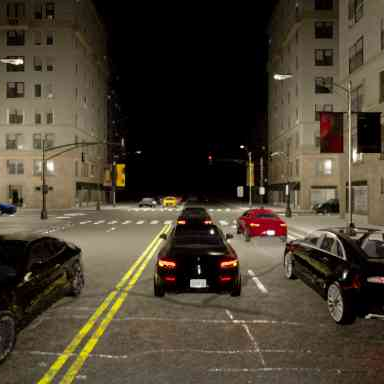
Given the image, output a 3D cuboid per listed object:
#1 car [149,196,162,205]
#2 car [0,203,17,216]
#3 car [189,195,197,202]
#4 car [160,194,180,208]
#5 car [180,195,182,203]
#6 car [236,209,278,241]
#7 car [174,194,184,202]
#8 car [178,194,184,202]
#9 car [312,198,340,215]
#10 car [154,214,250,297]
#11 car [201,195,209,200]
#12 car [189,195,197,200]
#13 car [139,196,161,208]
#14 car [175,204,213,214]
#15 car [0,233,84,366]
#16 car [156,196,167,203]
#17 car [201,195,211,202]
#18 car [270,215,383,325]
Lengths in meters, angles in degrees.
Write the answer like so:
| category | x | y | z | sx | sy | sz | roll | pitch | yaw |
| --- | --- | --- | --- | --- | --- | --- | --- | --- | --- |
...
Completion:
| category | x | y | z | sx | sy | sz | roll | pitch | yaw |
| --- | --- | --- | --- | --- | --- | --- | --- | --- | --- |
| car | -6.445 | 1.525 | 58.905 | 1.837 | 1.490 | 4.892 | 0 | 0 | 0 |
| car | -19.384 | 1.462 | 31.674 | 5.008 | 1.535 | 1.882 | 0 | 0 | 0 |
| car | 0.179 | 1.613 | 78.550 | 1.895 | 1.301 | 4.718 | 0 | 0 | 0 |
| car | -3.242 | 1.495 | 49.453 | 1.882 | 1.535 | 5.008 | 0 | 0 | -1 |
| car | -3.195 | 1.621 | 58.791 | 1.895 | 1.301 | 4.718 | 0 | 0 | 0 |
| car | 3.285 | 1.529 | 16.156 | 1.812 | 1.442 | 4.674 | 0 | 0 | 0 |
| car | -3.072 | 1.354 | 78.204 | 2.097 | 1.767 | 4.553 | 0 | 0 | 0 |
| car | -3.106 | 1.373 | 68.242 | 2.097 | 1.767 | 4.553 | 0 | 0 | 0 |
| car | 14.839 | 1.411 | 34.410 | 4.553 | 1.767 | 2.097 | 0 | 0 | 1 |
| car | 0.115 | 1.527 | 8.462 | 1.812 | 1.442 | 4.674 | 0 | 0 | 0 |
| car | 3.451 | 1.442 | 88.516 | 1.994 | 1.385 | 4.181 | 0 | 0 | 0 |
| car | 0.201 | 1.442 | 88.523 | 1.994 | 1.385 | 4.181 | 0 | 0 | 0 |
| car | -6.458 | 1.565 | 49.166 | 2.033 | 1.411 | 5.357 | 0 | 0 | 4 |
| car | 0.137 | 1.530 | 17.371 | 1.812 | 1.442 | 4.674 | 0 | 0 | 0 |
| car | -3.345 | 1.526 | 5.877 | 1.812 | 1.442 | 4.674 | 0 | 0 | 0 |
| car | -6.343 | 1.547 | 69.057 | 1.812 | 1.442 | 4.674 | 0 | 0 | 0 |
| car | 3.428 | 1.557 | 78.096 | 2.033 | 1.411 | 5.357 | 0 | 0 | 0 |
| car | 3.353 | 1.493 | 7.061 | 2.128 | 1.511 | 4.902 | 0 | 0 | 1 |
